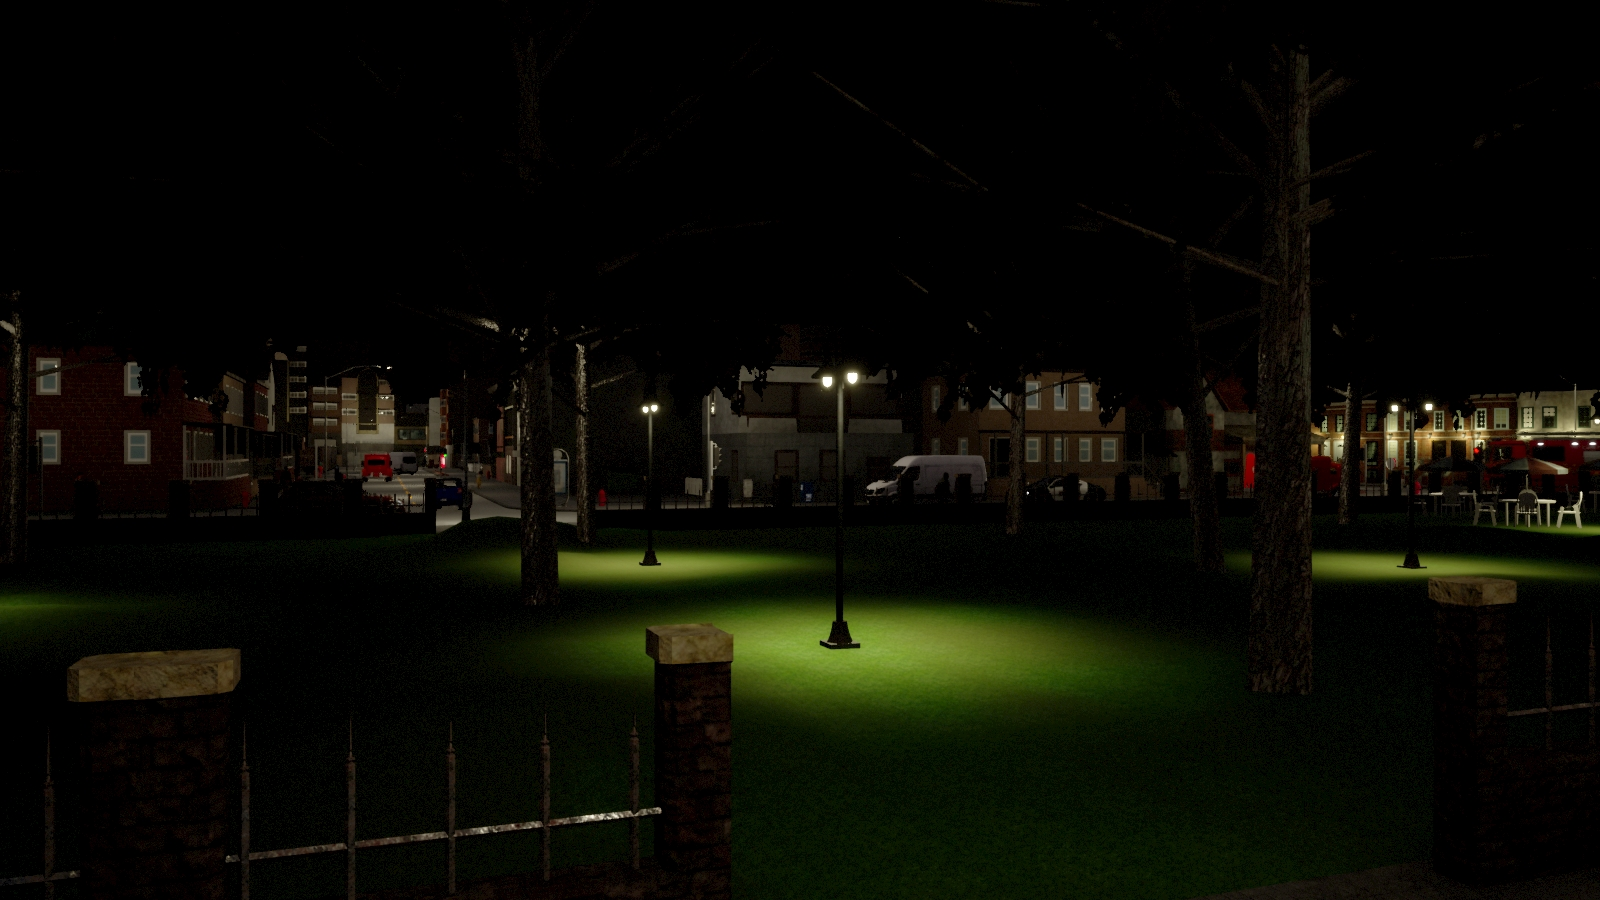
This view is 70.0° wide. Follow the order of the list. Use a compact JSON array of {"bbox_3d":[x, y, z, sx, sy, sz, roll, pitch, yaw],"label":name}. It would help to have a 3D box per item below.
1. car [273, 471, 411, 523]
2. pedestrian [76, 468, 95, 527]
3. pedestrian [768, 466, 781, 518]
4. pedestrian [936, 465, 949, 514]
[{"bbox_3d":[-16.628,1.685,41.692,4.553,1.767,2.097,0,0,-20],"label":"car"},{"bbox_3d":[-22.859,1.525,36.557,0.375,1.860,0.375,0,0,-9],"label":"pedestrian"},{"bbox_3d":[-0.947,1.525,41.772,0.375,1.860,0.375,0,0,-20],"label":"pedestrian"},{"bbox_3d":[5.490,1.525,44.141,0.375,1.860,0.375,0,0,-20],"label":"pedestrian"}]
